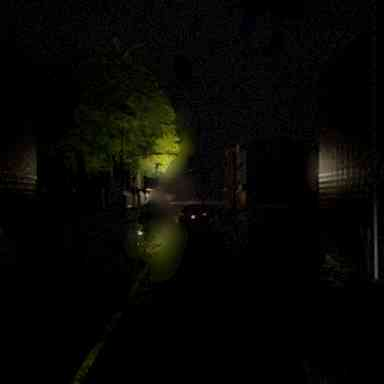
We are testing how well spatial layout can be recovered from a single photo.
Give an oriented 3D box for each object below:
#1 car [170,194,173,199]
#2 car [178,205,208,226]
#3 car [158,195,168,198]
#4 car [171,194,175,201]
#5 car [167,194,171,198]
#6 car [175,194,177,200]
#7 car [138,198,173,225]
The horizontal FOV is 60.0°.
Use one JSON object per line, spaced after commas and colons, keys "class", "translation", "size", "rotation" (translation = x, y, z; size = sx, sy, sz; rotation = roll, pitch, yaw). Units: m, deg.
{"class": "car", "translation": [-5.379, 1.611, 65.033], "size": [1.947, 1.339, 4.313], "rotation": [1, 0, 0]}
{"class": "car", "translation": [0.096, 1.568, 23.307], "size": [1.994, 1.385, 4.181], "rotation": [0, 0, 1]}
{"class": "car", "translation": [-5.344, 1.575, 52.448], "size": [2.008, 1.369, 4.403], "rotation": [1, 0, 0]}
{"class": "car", "translation": [-5.432, 1.654, 75.933], "size": [1.802, 1.307, 4.206], "rotation": [1, 0, 0]}
{"class": "car", "translation": [-5.352, 1.586, 59.583], "size": [2.008, 1.369, 4.403], "rotation": [1, 0, 0]}
{"class": "car", "translation": [-5.453, 1.405, 81.384], "size": [2.192, 1.841, 5.009], "rotation": [1, 0, 0]}
{"class": "car", "translation": [-2.685, 1.480, 24.334], "size": [1.882, 1.535, 5.008], "rotation": [0, 0, 1]}
